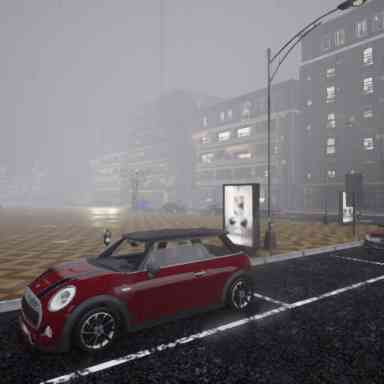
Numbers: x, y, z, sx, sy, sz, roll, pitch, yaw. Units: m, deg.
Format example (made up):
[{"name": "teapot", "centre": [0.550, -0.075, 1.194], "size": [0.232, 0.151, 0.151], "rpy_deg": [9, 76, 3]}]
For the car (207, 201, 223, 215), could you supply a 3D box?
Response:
[{"name": "car", "centre": [3.712, 1.967, 36.821], "size": [2.008, 1.369, 4.403], "rpy_deg": [-2, 0, -36]}]

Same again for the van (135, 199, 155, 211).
[{"name": "van", "centre": [-7.419, 2.033, 52.087], "size": [1.690, 1.788, 3.998], "rpy_deg": [-2, 0, -36]}]

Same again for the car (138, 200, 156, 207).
[{"name": "car", "centre": [-9.264, 2.422, 68.768], "size": [1.802, 1.307, 4.206], "rpy_deg": [-2, 0, -36]}]

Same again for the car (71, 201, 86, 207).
[{"name": "car", "centre": [-25.924, 2.701, 77.246], "size": [2.008, 1.369, 4.403], "rpy_deg": [-2, 0, -36]}]

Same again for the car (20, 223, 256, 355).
[{"name": "car", "centre": [-0.818, 1.440, 6.006], "size": [4.097, 1.590, 1.967], "rpy_deg": [0, 0, -36]}]

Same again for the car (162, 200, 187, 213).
[{"name": "car", "centre": [-2.440, 2.113, 45.244], "size": [1.887, 1.381, 4.507], "rpy_deg": [-2, 0, -36]}]

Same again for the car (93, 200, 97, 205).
[{"name": "car", "centre": [-25.787, 2.795, 91.183], "size": [1.887, 1.381, 4.507], "rpy_deg": [-2, 0, -36]}]

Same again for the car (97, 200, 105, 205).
[{"name": "car", "centre": [-22.482, 2.733, 86.700], "size": [1.947, 1.339, 4.313], "rpy_deg": [-2, 0, -36]}]

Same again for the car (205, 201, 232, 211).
[{"name": "car", "centre": [4.016, 2.094, 50.884], "size": [1.802, 1.307, 4.206], "rpy_deg": [-2, 0, -36]}]

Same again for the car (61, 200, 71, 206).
[{"name": "car", "centre": [-32.532, 2.859, 86.211], "size": [1.887, 1.381, 4.507], "rpy_deg": [-2, 0, -36]}]

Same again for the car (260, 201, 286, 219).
[{"name": "car", "centre": [7.016, 1.885, 32.338], "size": [2.008, 1.369, 4.403], "rpy_deg": [-2, 0, -36]}]

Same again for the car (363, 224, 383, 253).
[{"name": "car", "centre": [8.129, 1.580, 12.501], "size": [4.206, 1.307, 1.802], "rpy_deg": [0, 0, -36]}]

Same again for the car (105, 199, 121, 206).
[{"name": "car", "centre": [-19.181, 2.526, 82.217], "size": [1.967, 1.590, 4.097], "rpy_deg": [-2, 0, -36]}]

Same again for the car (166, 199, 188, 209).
[{"name": "car", "centre": [-2.655, 2.116, 59.805], "size": [1.967, 1.590, 4.097], "rpy_deg": [-2, 0, -36]}]
